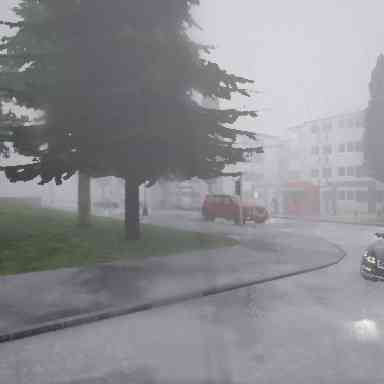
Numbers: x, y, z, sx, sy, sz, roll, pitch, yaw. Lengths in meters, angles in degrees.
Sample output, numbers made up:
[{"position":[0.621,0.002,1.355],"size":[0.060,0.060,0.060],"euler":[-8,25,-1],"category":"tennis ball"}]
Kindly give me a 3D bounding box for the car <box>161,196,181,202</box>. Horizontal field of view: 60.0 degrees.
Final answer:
[{"position":[-5.219,1.673,83.170],"size":[4.974,1.542,2.038],"euler":[0,0,-6],"category":"car"}]

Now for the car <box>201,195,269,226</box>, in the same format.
[{"position":[2.943,1.221,24.096],"size":[2.150,2.045,5.566],"euler":[0,0,-36],"category":"car"}]

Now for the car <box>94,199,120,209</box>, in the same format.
[{"position":[-11.312,1.601,44.122],"size":[1.895,1.301,4.718],"euler":[0,0,-35],"category":"car"}]

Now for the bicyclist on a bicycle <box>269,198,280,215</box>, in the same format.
[{"position":[7.855,1.349,31.665],"size":[1.656,1.620,0.582],"euler":[0,0,-36],"category":"bicyclist on a bicycle"}]

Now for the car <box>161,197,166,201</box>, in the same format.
[{"position":[-5.271,1.515,83.164],"size":[4.536,1.218,1.853],"euler":[0,0,-6],"category":"car"}]

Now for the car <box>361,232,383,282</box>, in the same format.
[{"position":[6.230,1.506,8.724],"size":[4.892,1.490,1.837],"euler":[0,2,-40],"category":"car"}]
